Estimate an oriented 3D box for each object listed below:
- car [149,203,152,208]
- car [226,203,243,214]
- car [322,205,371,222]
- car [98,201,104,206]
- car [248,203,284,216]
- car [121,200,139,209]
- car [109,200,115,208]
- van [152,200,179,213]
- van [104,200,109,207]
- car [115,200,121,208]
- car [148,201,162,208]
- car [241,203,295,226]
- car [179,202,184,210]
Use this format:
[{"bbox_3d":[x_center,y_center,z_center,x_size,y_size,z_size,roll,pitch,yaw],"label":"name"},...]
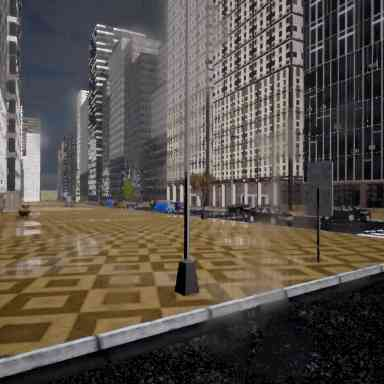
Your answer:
[{"bbox_3d":[-7.035,2.558,66.386,1.837,1.490,4.892,0,-1,-26],"label":"car"},{"bbox_3d":[6.288,2.168,44.777,1.947,1.339,4.313,-1,-1,-26],"label":"car"},{"bbox_3d":[13.635,1.854,29.587,2.008,1.369,4.403,-1,-1,-26],"label":"car"},{"bbox_3d":[-23.297,3.053,86.695,1.887,1.381,4.507,-1,-1,-26],"label":"car"},{"bbox_3d":[8.737,2.068,39.714,1.947,1.339,4.313,-1,-1,-26],"label":"car"},{"bbox_3d":[-11.052,2.525,61.380,2.008,1.369,4.403,-1,-1,-26],"label":"car"},{"bbox_3d":[-15.950,2.731,71.507,1.887,1.381,4.507,-1,-1,-26],"label":"car"},{"bbox_3d":[-3.709,2.005,46.194,1.690,1.788,3.998,-1,-1,-26],"label":"van"},{"bbox_3d":[-18.403,2.634,76.571,1.690,1.788,3.998,-1,-1,-26],"label":"van"},{"bbox_3d":[-13.428,2.602,66.291,1.752,1.417,4.829,-1,-1,-26],"label":"car"},{"bbox_3d":[-8.406,2.808,75.155,1.802,1.307,4.206,-1,-1,-26],"label":"car"},{"bbox_3d":[6.091,1.813,25.938,2.008,1.369,4.403,-1,-1,-26],"label":"car"},{"bbox_3d":[-2.560,2.389,57.148,1.812,1.442,4.674,0,-1,-26],"label":"car"}]
